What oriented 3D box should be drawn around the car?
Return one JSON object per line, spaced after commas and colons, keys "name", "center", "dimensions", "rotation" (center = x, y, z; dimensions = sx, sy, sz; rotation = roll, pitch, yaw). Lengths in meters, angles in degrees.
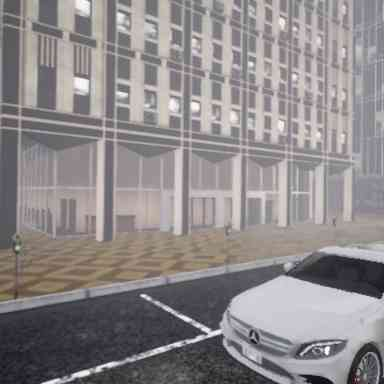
{"name": "car", "center": [2.568, 1.573, 5.091], "dimensions": [4.674, 1.442, 1.812], "rotation": [1, 0, -36]}
